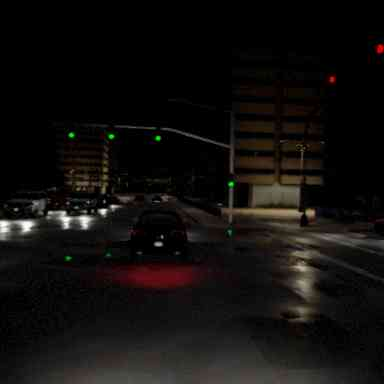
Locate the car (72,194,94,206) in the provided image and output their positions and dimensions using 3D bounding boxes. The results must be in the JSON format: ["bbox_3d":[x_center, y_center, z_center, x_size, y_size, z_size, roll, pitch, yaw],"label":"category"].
[{"bbox_3d":[-15.547,1.129,47.732,1.882,1.535,5.008,1,0,-6],"label":"car"}]

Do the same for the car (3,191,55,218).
[{"bbox_3d":[-13.427,0.935,27.413,2.150,2.045,5.566,1,0,-8],"label":"car"}]

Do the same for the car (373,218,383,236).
[{"bbox_3d":[12.319,1.696,17.729,5.008,1.535,1.882,1,0,-6],"label":"car"}]

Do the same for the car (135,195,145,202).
[{"bbox_3d":[-10.677,1.249,68.067,1.812,1.442,4.674,1,0,-6],"label":"car"}]

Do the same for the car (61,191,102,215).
[{"bbox_3d":[-10.346,0.990,31.680,2.150,2.045,5.566,1,0,-6],"label":"car"}]

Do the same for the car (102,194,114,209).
[{"bbox_3d":[-11.372,1.091,41.317,2.097,1.767,4.553,1,0,-6],"label":"car"}]

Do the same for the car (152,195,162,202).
[{"bbox_3d":[-7.236,1.344,68.790,1.994,1.385,4.181,1,0,-6],"label":"car"}]

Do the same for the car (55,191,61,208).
[{"bbox_3d":[-14.508,0.904,37.704,2.150,2.045,5.566,1,0,-6],"label":"car"}]

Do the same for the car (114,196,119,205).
[{"bbox_3d":[-12.388,1.273,51.237,1.994,1.385,4.181,1,0,-7],"label":"car"}]

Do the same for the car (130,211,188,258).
[{"bbox_3d":[-1.221,1.441,12.657,1.882,1.535,5.008,1,0,-5],"label":"car"}]
